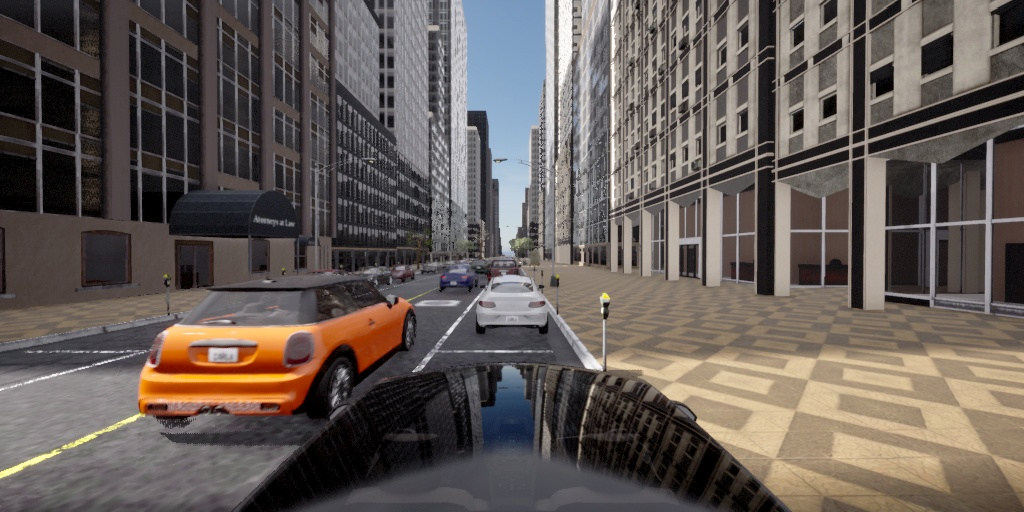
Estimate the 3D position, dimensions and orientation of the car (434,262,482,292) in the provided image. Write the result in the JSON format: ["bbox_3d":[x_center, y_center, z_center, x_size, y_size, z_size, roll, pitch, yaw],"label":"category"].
[{"bbox_3d":[-3.096,1.272,21.398,1.812,1.442,4.674,0,0,0],"label":"car"}]

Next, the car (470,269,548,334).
[{"bbox_3d":[0.003,1.274,10.501,1.812,1.442,4.674,0,0,0],"label":"car"}]

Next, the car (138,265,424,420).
[{"bbox_3d":[-3.146,1.101,6.030,2.097,1.767,4.553,0,0,0],"label":"car"}]

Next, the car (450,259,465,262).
[{"bbox_3d":[-6.183,1.343,45.166,1.895,1.301,4.718,0,0,0],"label":"car"}]

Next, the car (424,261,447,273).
[{"bbox_3d":[-8.837,1.294,39.574,2.007,1.370,4.403,0,0,0],"label":"car"}]

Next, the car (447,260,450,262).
[{"bbox_3d":[-8.837,1.291,50.940,2.007,1.370,4.403,0,0,0],"label":"car"}]

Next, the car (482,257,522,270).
[{"bbox_3d":[-0.457,1.061,22.523,2.192,1.841,5.009,0,0,0],"label":"car"}]

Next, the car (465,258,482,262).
[{"bbox_3d":[-3.099,1.095,35.643,2.097,1.767,4.553,0,0,0],"label":"car"}]
